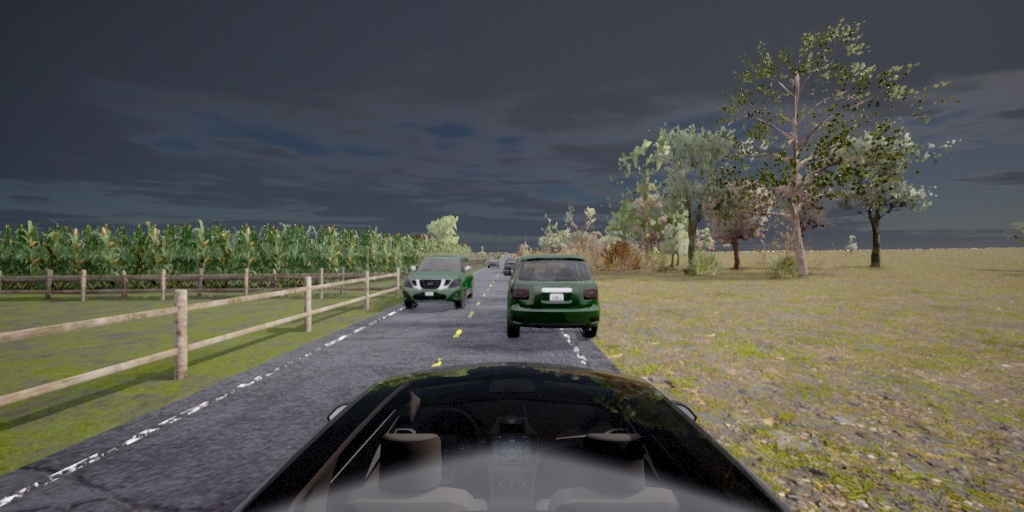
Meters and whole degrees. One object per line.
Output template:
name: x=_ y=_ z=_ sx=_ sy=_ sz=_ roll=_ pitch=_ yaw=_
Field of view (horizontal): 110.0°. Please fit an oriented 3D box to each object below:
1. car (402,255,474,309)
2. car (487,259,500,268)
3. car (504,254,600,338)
car: x=-2.876 y=0.966 z=15.229 sx=2.150 sy=2.045 sz=5.566 roll=0 pitch=0 yaw=0
car: x=-2.938 y=1.242 z=57.942 sx=2.033 sy=1.411 sz=5.357 roll=0 pitch=0 yaw=0
car: x=0.947 y=0.973 z=10.325 sx=2.150 sy=2.045 sz=5.566 roll=0 pitch=0 yaw=0
